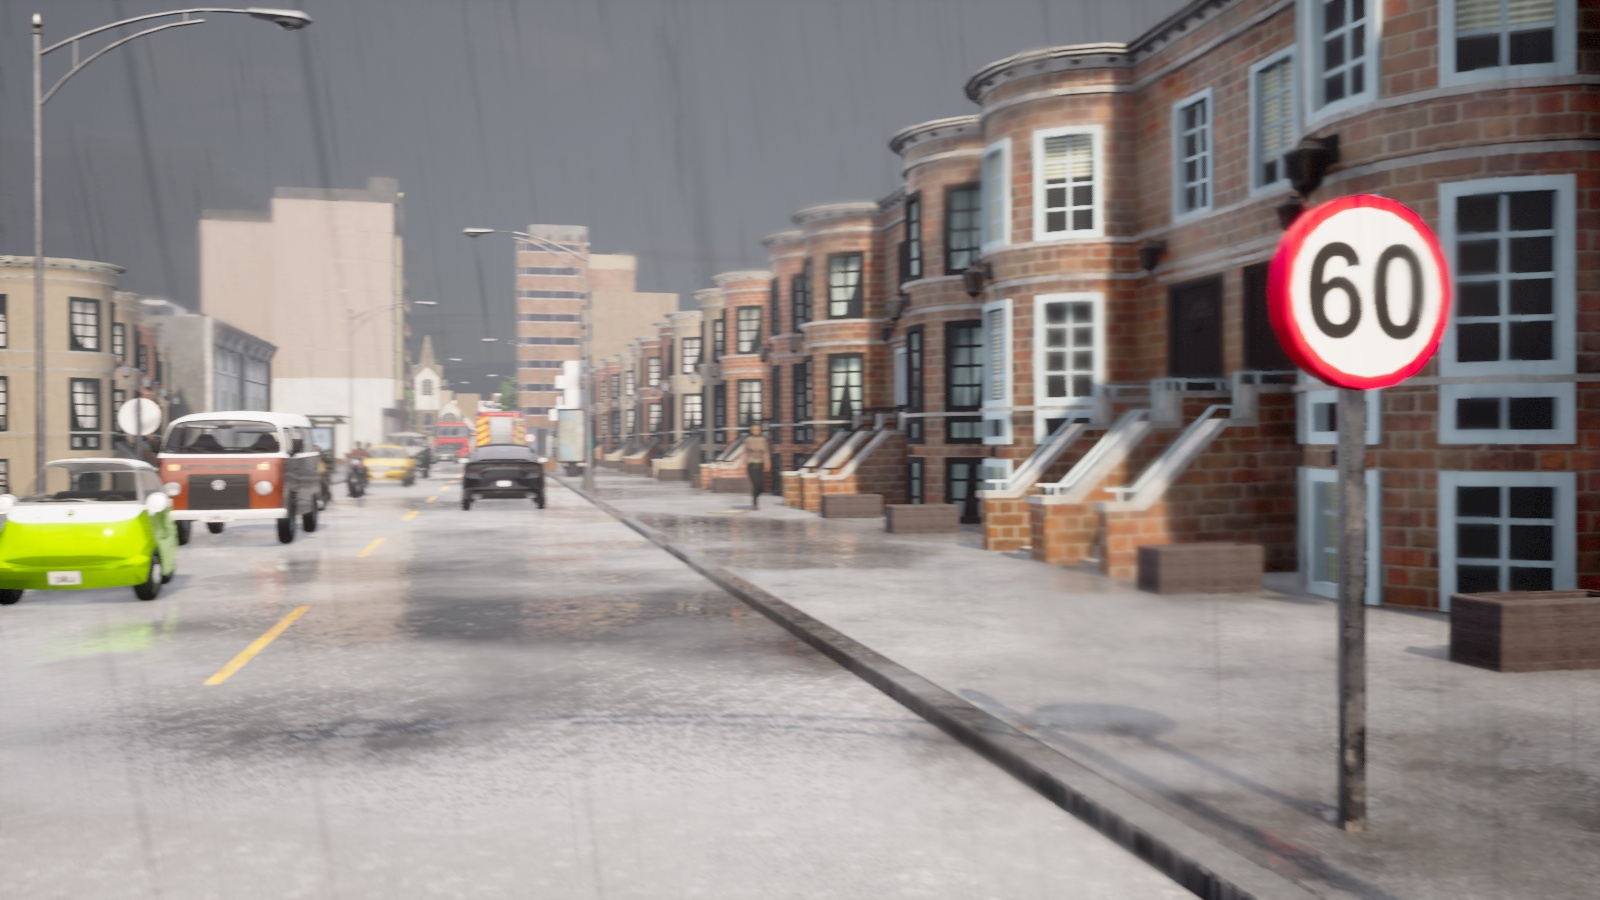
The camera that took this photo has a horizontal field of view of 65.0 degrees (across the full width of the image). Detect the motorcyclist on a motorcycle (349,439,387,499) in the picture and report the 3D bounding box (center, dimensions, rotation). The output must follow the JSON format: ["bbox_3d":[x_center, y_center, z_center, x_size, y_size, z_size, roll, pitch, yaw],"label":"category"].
[{"bbox_3d":[-12.309,0.517,35.837,0.766,1.649,2.350,0,1,-13],"label":"motorcyclist on a motorcycle"}]

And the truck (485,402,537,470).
[{"bbox_3d":[-17.452,-0.817,75.764,2.891,3.827,8.468,0,0,-13],"label":"truck"}]

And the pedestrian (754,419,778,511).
[{"bbox_3d":[-0.696,0.304,25.543,0.331,1.846,0.634,0,0,-16],"label":"pedestrian"}]

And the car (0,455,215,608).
[{"bbox_3d":[-6.926,0.744,12.603,1.481,1.376,2.207,0,0,-13],"label":"car"}]

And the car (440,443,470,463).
[{"bbox_3d":[-25.779,0.208,93.935,2.007,1.525,4.514,0,0,-13],"label":"car"}]

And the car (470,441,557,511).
[{"bbox_3d":[-6.923,0.564,30.307,1.882,1.535,5.008,0,0,-13],"label":"car"}]

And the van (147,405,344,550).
[{"bbox_3d":[-8.646,0.374,20.012,2.069,2.038,4.480,0,0,-13],"label":"van"}]

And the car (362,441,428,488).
[{"bbox_3d":[-14.398,0.459,44.858,1.801,1.575,5.366,0,0,-13],"label":"car"}]

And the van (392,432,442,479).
[{"bbox_3d":[-16.829,0.219,55.353,1.775,1.987,4.442,0,0,-13],"label":"van"}]

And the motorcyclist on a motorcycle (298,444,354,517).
[{"bbox_3d":[-10.420,0.645,27.683,0.866,1.530,2.191,0,0,-13],"label":"motorcyclist on a motorcycle"}]
